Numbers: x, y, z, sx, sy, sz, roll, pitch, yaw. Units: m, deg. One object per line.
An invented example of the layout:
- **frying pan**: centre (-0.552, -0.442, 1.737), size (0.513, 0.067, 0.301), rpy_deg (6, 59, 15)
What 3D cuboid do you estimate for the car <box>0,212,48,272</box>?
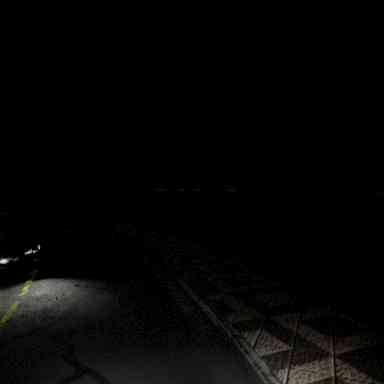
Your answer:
- **car**: centre (-5.626, 1.434, 10.438), size (1.837, 1.490, 4.892), rpy_deg (1, 1, -24)
